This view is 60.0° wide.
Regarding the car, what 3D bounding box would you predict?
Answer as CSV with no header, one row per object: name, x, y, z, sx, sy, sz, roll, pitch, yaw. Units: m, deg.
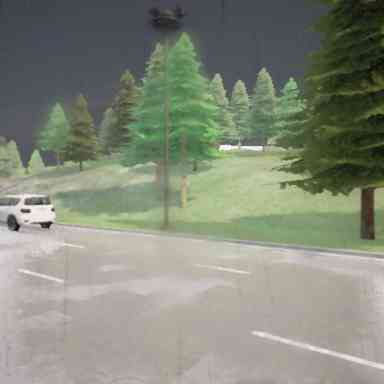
car,-10.575,1.193,20.134,5.566,2.045,2.150,0,0,36
